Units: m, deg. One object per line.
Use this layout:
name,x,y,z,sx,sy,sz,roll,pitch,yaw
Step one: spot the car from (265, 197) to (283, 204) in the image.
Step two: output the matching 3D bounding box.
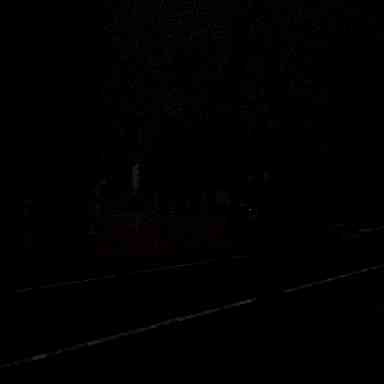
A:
car,16.508,1.796,67.827,1.970,1.475,3.806,0,-1,-37

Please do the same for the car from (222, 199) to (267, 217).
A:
car,4.971,1.727,33.916,1.812,1.442,4.674,0,-1,-37

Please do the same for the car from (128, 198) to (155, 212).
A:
car,-7.860,1.892,51.069,2.150,2.045,5.566,0,-1,-37
